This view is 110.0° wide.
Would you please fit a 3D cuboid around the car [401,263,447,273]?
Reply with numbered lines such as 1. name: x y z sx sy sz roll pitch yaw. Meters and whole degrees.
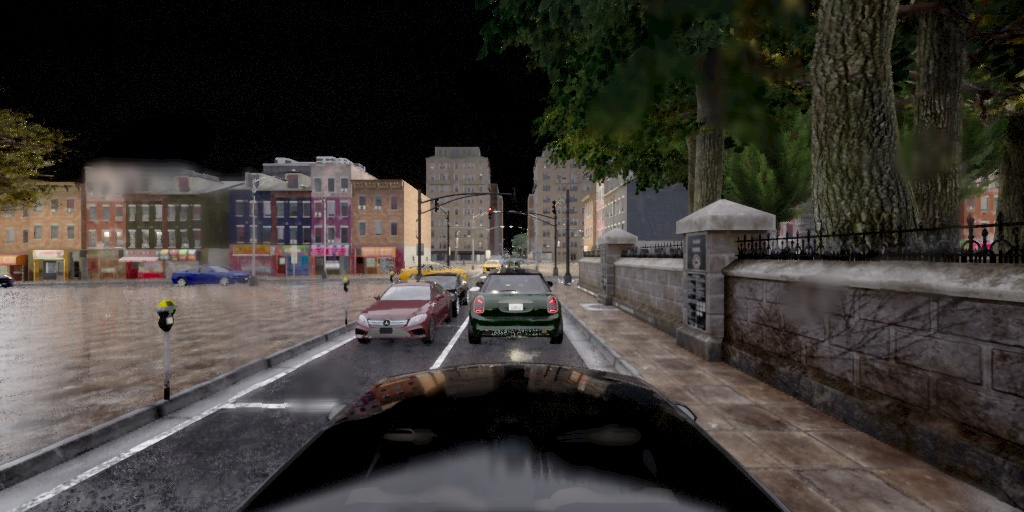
1. car: -5.861 1.277 27.108 5.008 1.535 1.882 -1 0 -15

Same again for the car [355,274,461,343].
1. car: -2.639 1.332 9.611 1.802 1.307 4.207 0 0 0

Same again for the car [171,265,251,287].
1. car: -21.788 1.460 26.148 5.008 1.535 1.882 0 0 0

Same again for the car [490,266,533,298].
1. car: -0.147 1.314 19.171 1.994 1.385 4.181 0 0 -5

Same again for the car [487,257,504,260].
1. car: -2.283 1.221 41.541 1.882 1.535 5.008 0 0 1

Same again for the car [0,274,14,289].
1. car: -39.611 1.621 26.105 4.553 1.767 2.097 -1 0 0

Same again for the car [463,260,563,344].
1. car: 0.072 1.102 9.727 2.097 1.767 4.553 0 0 0

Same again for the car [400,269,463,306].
1. car: -2.640 1.316 13.274 1.948 1.339 4.313 0 0 0
